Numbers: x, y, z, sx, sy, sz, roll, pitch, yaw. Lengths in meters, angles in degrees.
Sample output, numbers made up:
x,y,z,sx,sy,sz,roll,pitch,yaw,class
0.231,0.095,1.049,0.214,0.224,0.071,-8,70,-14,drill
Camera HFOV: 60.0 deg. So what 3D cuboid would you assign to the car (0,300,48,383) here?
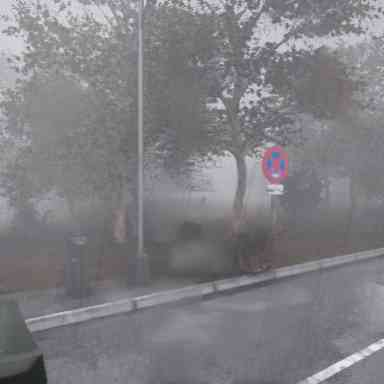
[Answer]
x,y,z,sx,sy,sz,roll,pitch,yaw,class
-3.700,1.602,2.312,4.718,1.301,1.895,0,0,-35,car
